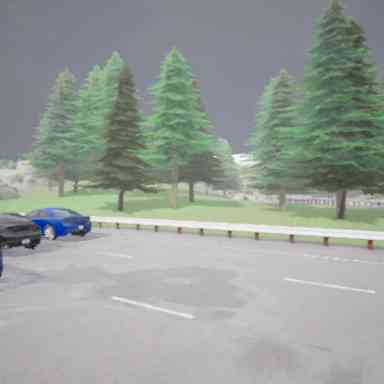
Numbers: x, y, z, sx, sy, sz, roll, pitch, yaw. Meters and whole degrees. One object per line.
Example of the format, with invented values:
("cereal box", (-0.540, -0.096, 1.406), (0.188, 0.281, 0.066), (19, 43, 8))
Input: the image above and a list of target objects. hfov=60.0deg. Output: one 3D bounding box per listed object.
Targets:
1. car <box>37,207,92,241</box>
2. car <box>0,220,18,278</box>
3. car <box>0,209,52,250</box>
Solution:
("car", (-7.341, 1.530, 16.961), (5.008, 1.535, 1.882), (0, 0, 31))
("car", (-6.762, 1.517, 8.363), (5.008, 1.535, 1.882), (0, 0, 33))
("car", (-8.068, 1.556, 13.307), (4.892, 1.490, 1.837), (0, 0, 32))
